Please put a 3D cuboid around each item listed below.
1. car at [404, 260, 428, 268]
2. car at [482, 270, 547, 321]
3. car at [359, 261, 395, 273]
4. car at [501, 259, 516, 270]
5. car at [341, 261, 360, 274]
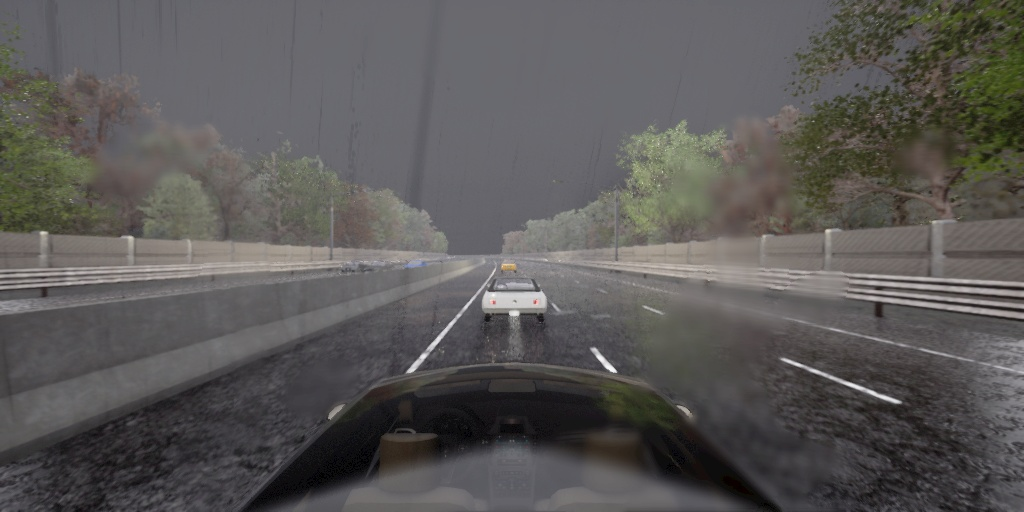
[{"bbox_3d":[-11.057,1.229,41.506,1.882,1.535,5.008,0,0,-1],"label":"car"},{"bbox_3d":[0.058,1.351,12.453,1.895,1.301,4.718,0,0,0],"label":"car"},{"bbox_3d":[-14.517,1.299,39.627,2.033,1.411,5.357,0,0,-1],"label":"car"},{"bbox_3d":[-0.442,1.209,44.851,1.801,1.575,5.366,0,0,-1],"label":"car"},{"bbox_3d":[-18.052,1.316,41.396,1.994,1.385,4.181,0,0,-1],"label":"car"}]
